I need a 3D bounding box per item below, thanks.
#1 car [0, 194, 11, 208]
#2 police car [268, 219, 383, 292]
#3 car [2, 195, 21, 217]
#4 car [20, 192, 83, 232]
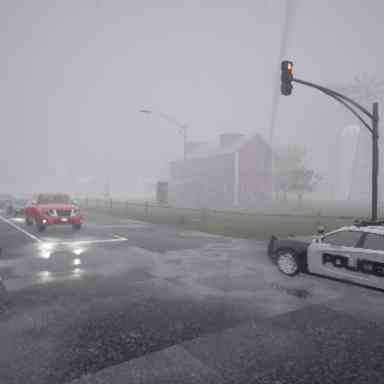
[{"bbox_3d":[-21.403,0.972,37.984,2.097,1.767,4.553,2,-1,-34],"label":"car"},{"bbox_3d":[4.188,1.498,8.237,1.930,1.638,5.238,2,0,-35],"label":"police car"},{"bbox_3d":[-14.179,1.278,27.799,2.033,1.411,5.357,2,0,-36],"label":"car"},{"bbox_3d":[-8.159,1.050,19.365,2.150,2.045,5.566,2,-1,-35],"label":"car"}]
